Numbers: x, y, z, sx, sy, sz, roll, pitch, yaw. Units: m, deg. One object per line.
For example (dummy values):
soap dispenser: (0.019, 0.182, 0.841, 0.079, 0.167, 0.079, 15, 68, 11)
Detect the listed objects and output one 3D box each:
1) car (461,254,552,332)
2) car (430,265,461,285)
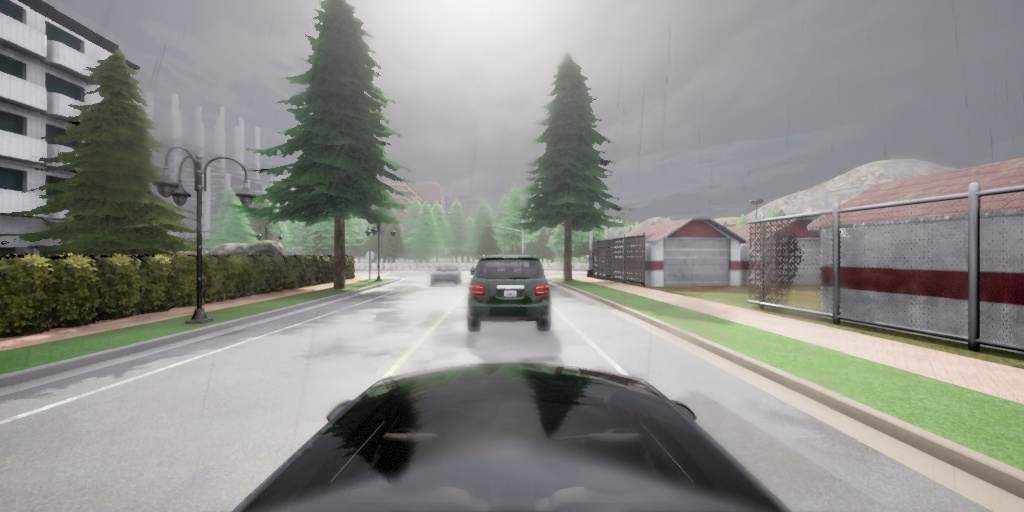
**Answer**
car: (-0.132, 0.971, 11.040, 2.150, 2.045, 5.566, 0, 0, -2)
car: (-4.660, 1.351, 25.759, 1.895, 1.301, 4.718, 0, 0, -4)
